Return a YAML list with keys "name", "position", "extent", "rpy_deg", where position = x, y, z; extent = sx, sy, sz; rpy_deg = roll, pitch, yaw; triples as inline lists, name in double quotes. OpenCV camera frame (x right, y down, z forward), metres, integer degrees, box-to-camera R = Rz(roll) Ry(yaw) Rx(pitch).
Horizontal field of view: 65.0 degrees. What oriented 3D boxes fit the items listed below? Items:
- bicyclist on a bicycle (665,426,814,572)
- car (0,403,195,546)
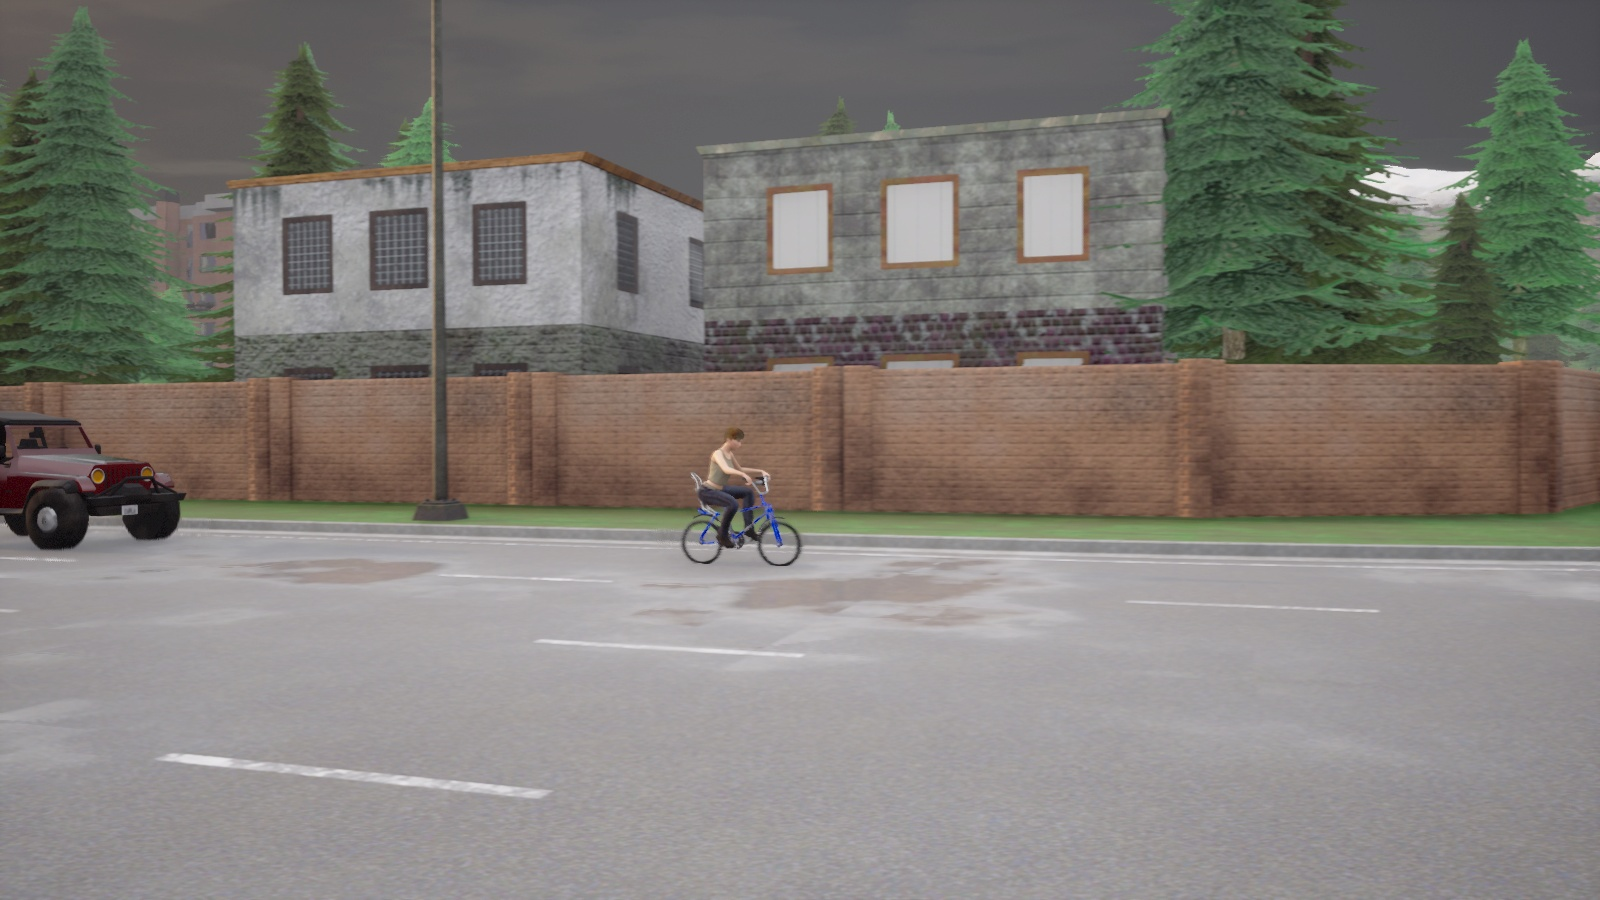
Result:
- name: "bicyclist on a bicycle"
  position: [-0.691, 0.528, 14.506]
  extent: [1.509, 1.612, 0.866]
  rpy_deg: [1, 1, 19]
- name: "car"
  position: [-10.926, 0.294, 17.942]
  extent: [3.866, 1.878, 1.905]
  rpy_deg: [1, 1, 19]
